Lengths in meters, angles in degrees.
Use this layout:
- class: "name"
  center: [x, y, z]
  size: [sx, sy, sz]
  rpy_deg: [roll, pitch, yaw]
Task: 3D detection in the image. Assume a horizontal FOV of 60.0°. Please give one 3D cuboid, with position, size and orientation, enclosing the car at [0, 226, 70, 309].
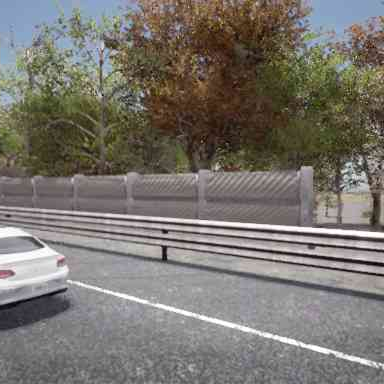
- class: "car"
  center: [-4.499, 1.459, 7.064]
  size: [4.674, 1.442, 1.812]
  rpy_deg: [1, 0, 35]
